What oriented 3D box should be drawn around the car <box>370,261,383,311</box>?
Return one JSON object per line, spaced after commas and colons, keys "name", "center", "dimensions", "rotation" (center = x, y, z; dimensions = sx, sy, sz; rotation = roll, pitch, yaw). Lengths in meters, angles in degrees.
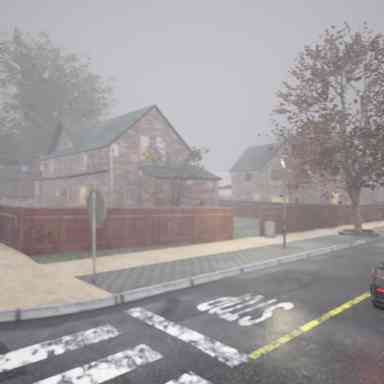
{"name": "car", "center": [5.275, 1.639, 6.937], "dimensions": [4.674, 1.442, 1.812], "rotation": [1, -1, -43]}
